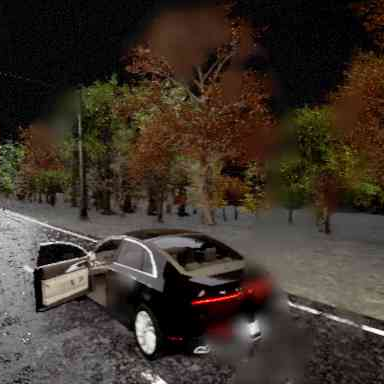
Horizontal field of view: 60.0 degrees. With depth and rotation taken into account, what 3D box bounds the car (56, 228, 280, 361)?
[{"bbox_3d":[-0.742,1.415,5.975,1.837,1.490,4.892,-2,1,-37],"label":"car"}]
